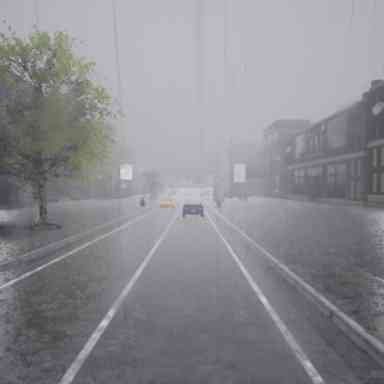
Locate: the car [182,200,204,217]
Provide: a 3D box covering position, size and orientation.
[{"bbox_3d":[0.103,1.448,31.610,1.882,1.535,5.008,0,0,0],"label":"car"}]

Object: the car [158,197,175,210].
[{"bbox_3d":[-3.081,1.386,40.824,1.882,1.535,5.008,0,1,0],"label":"car"}]
